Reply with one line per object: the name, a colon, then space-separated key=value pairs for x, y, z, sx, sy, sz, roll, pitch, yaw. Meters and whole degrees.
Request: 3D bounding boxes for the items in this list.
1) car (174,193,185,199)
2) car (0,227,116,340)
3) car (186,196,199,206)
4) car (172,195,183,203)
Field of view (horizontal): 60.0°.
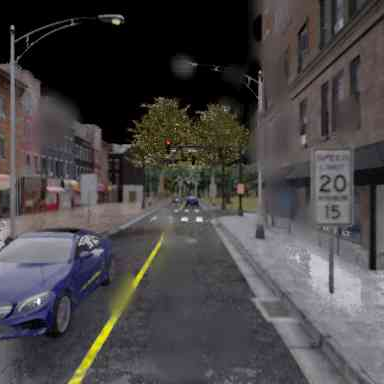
car: x=-3.065 y=1.024 z=79.924 sx=2.033 sy=1.411 sz=5.357 roll=0 pitch=0 yaw=-10
car: x=-2.842 y=1.504 z=6.726 sx=1.812 sy=1.442 sz=4.674 roll=0 pitch=0 yaw=1
car: x=0.044 y=1.364 z=51.406 sx=1.882 sy=1.535 sz=5.008 roll=0 pitch=0 yaw=0
car: x=-2.784 y=1.375 z=64.572 sx=2.128 sy=1.511 sz=4.902 roll=0 pitch=0 yaw=1
